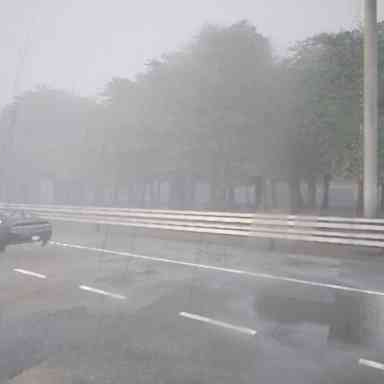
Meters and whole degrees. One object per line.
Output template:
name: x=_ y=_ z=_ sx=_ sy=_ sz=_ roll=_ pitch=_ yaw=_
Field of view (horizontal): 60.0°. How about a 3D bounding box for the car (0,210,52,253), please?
car: x=-7.755 y=1.492 z=13.700 sx=4.902 sy=1.511 sz=2.128 roll=0 pitch=0 yaw=35
